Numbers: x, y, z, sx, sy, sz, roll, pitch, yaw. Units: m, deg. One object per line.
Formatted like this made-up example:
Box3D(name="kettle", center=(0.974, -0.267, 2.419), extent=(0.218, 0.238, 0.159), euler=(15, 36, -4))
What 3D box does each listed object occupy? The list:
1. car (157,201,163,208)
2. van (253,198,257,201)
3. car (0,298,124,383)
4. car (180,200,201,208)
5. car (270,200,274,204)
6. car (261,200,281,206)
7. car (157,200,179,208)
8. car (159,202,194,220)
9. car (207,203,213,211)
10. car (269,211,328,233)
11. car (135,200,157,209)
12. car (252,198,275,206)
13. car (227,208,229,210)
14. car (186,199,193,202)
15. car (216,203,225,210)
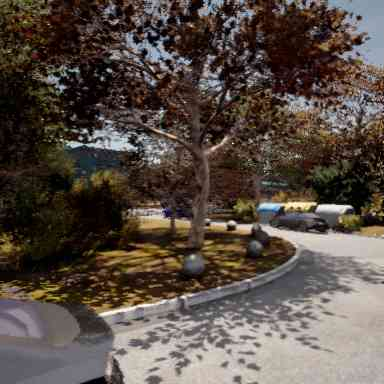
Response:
Box3D(name="car", center=(-7.045, 2.410, 65.703), extent=(1.946, 1.575, 5.366), euler=(1, 0, -36))
Box3D(name="van", center=(13.317, 2.459, 80.600), extent=(1.878, 1.987, 4.442), euler=(1, 0, -35))
Box3D(name="car", center=(-2.773, 1.472, 1.719), extent=(4.902, 1.511, 2.128), euler=(1, -1, -36))
Box3D(name="car", center=(-0.326, 2.523, 70.761), extent=(2.163, 1.488, 4.792), euler=(1, 0, -36))
Box3D(name="car", center=(16.387, 2.621, 66.810), extent=(1.946, 1.575, 5.366), euler=(1, 0, -35))
Box3D(name="car", center=(20.237, 2.790, 85.376), extent=(2.231, 1.521, 4.892), euler=(1, -1, -35))
Box3D(name="car", center=(-4.877, 2.437, 67.484), extent=(2.097, 1.535, 5.008), euler=(1, 0, -36))
Box3D(name="car", center=(-1.456, 2.248, 37.010), extent=(1.882, 1.535, 5.008), euler=(5, -4, -34))
Box3D(name="car", center=(0.612, 2.167, 55.362), extent=(2.435, 2.045, 5.566), euler=(1, 0, -35))
Box3D(name="car", center=(7.426, 2.039, 23.430), extent=(1.994, 1.385, 4.181), euler=(4, -3, -29))
Box3D(name="car", center=(-9.418, 2.419, 64.202), extent=(2.163, 1.488, 4.792), euler=(1, 0, -36))
Box3D(name="car", center=(17.967, 2.502, 83.734), extent=(2.435, 2.045, 5.566), euler=(1, -1, -35))
Box3D(name="car", center=(5.156, 2.470, 58.575), extent=(2.097, 1.535, 5.008), euler=(1, 0, -36))
Box3D(name="car", center=(-1.555, 2.145, 53.815), extent=(2.435, 2.045, 5.566), euler=(1, 0, -36))
Box3D(name="car", center=(2.992, 2.484, 57.027), extent=(2.002, 1.452, 4.674), euler=(1, 0, -36))
